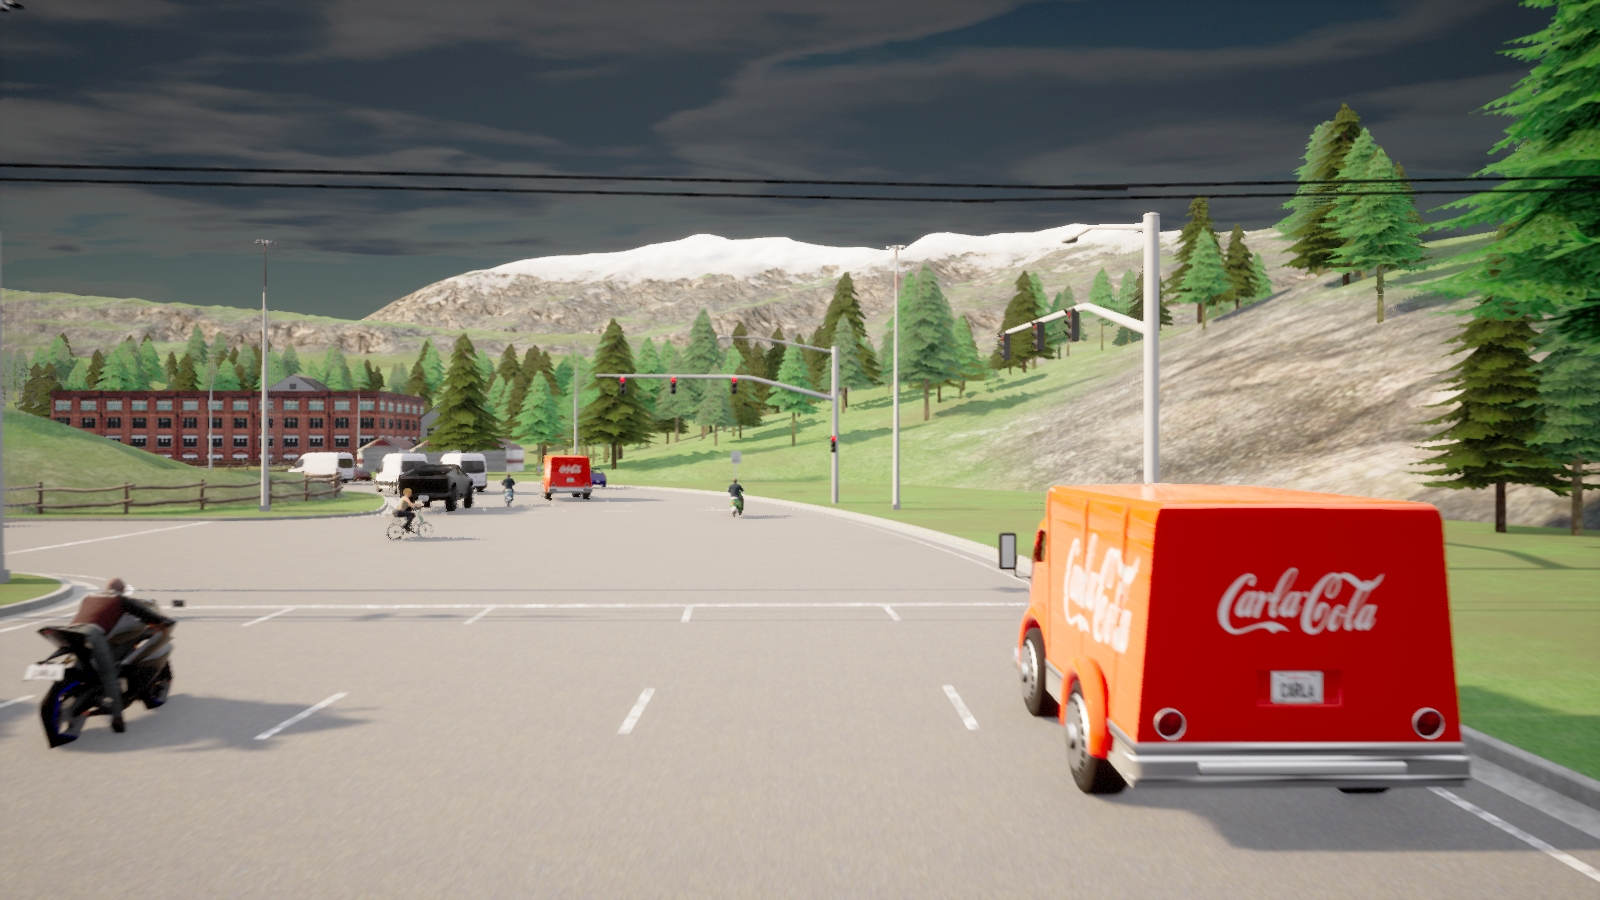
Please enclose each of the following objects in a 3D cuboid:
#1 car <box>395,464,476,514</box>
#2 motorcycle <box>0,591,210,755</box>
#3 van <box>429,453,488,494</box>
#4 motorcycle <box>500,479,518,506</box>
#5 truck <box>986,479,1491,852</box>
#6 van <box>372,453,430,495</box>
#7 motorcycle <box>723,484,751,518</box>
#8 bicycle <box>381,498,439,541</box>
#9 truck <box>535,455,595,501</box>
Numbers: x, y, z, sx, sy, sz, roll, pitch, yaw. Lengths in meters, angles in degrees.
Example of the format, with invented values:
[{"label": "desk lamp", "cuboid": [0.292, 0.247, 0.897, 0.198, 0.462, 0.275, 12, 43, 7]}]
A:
[{"label": "car", "cuboid": [-16.848, 1.742, 53.203, 2.390, 2.098, 6.274, 0, 0, -6]}, {"label": "motorcycle", "cuboid": [-7.038, 2.202, 11.699, 0.867, 1.251, 2.209, 0, 0, -1]}, {"label": "van", "cuboid": [-22.480, 1.518, 75.097, 1.988, 2.561, 5.915, 1, 0, -34]}, {"label": "motorcycle", "cuboid": [-14.660, 2.129, 57.574, 0.856, 1.316, 1.805, 0, 0, -14]}, {"label": "truck", "cuboid": [3.486, 1.565, 10.572, 2.627, 2.467, 5.204, 0, 0, -1]}, {"label": "van", "cuboid": [-25.830, 1.519, 73.816, 1.988, 2.561, 5.915, 1, 0, -35]}, {"label": "motorcycle", "cuboid": [-2.630, 2.132, 47.829, 0.856, 1.316, 1.805, -3, -1, 6]}, {"label": "bicycle", "cuboid": [-12.112, 2.150, 35.526, 1.487, 1.276, 0.859, 0, -1, -41]}, {"label": "truck", "cuboid": [-13.519, 1.553, 65.387, 2.627, 2.467, 5.204, 1, 0, -20]}]
